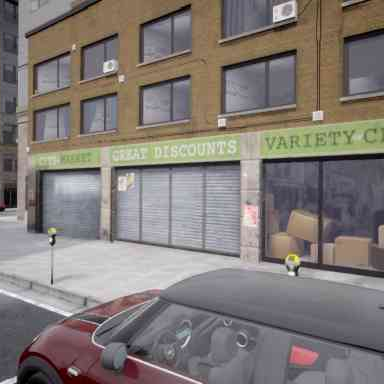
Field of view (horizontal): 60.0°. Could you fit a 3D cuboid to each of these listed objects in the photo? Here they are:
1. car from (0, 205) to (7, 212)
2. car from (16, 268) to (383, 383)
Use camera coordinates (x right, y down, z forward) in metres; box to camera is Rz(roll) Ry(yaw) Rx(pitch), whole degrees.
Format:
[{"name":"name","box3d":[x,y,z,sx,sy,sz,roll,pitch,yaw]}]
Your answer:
[{"name":"car","box3d":[-19.421,1.458,29.770,1.895,1.301,4.718,1,1,34]},{"name":"car","box3d":[0.247,1.440,2.889,4.097,1.590,1.967,0,1,35]}]
